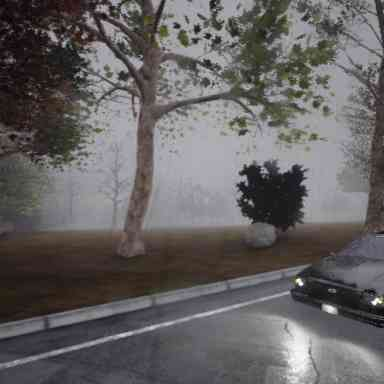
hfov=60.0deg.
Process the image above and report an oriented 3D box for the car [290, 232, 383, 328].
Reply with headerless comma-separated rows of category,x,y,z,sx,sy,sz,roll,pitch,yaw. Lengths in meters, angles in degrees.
car,4.480,1.603,7.165,5.357,1.411,2.033,0,0,-36
